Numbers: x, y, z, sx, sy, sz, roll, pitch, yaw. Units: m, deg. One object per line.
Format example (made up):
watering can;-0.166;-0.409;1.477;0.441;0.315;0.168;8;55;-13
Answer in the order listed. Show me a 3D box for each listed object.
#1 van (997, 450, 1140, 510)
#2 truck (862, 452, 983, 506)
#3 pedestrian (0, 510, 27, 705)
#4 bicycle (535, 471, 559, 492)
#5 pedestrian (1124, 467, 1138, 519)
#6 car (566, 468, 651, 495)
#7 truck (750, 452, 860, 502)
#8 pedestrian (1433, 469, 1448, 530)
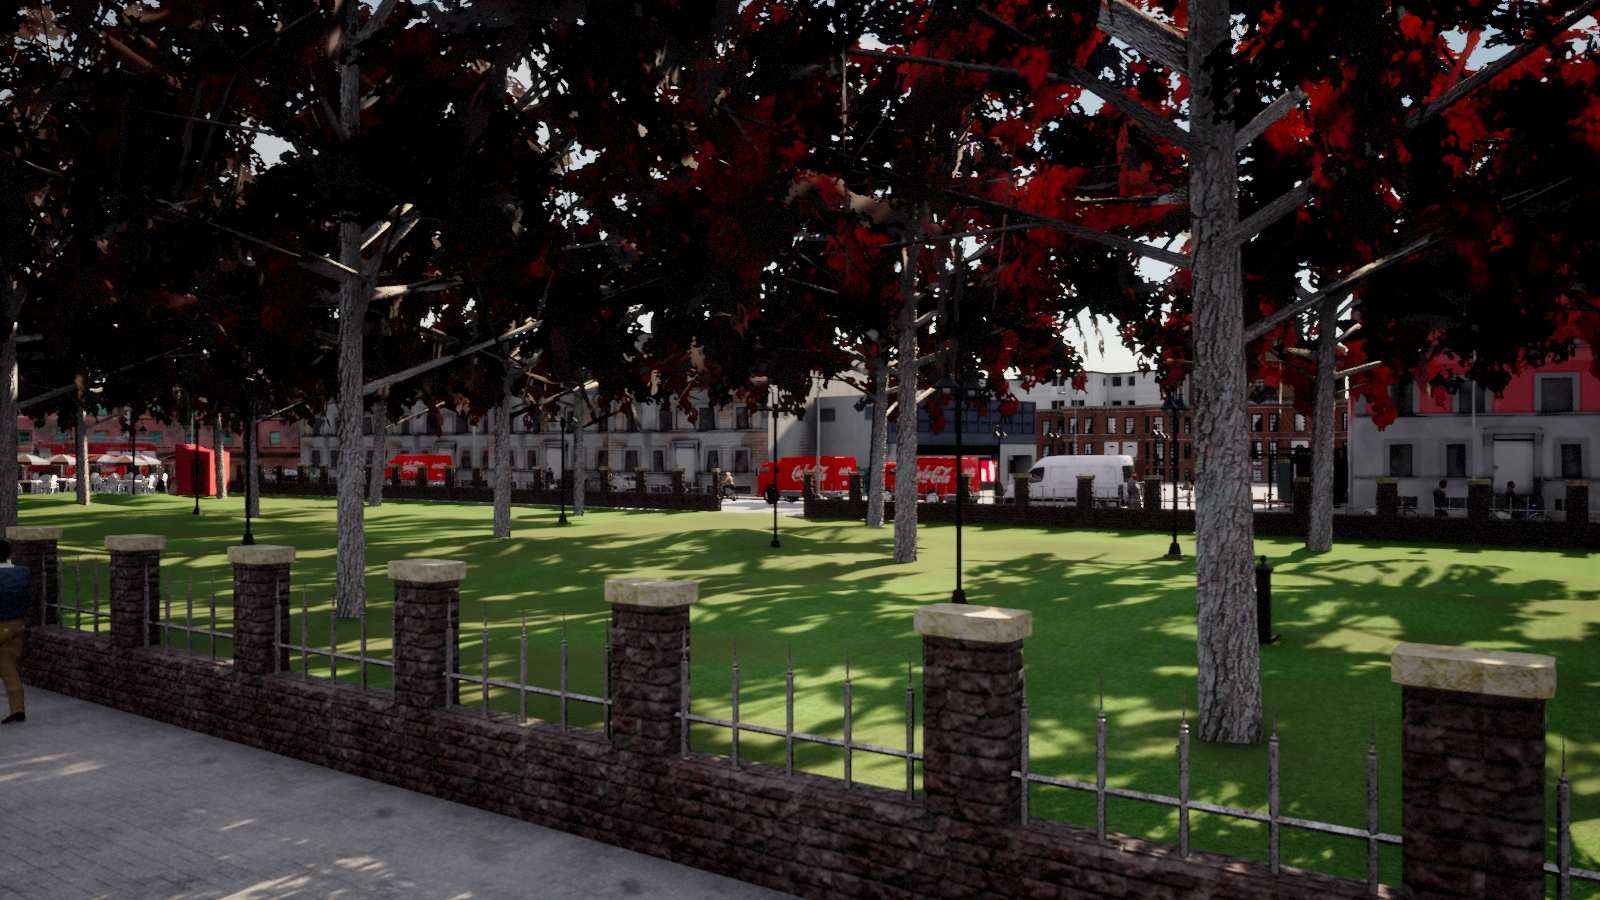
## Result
van;11.995;1.316;51.364;5.915;2.561;1.988;-1;0;35
truck;5.942;1.354;55.606;5.204;2.467;2.627;0;0;35
pedestrian;-7.851;1.529;11.134;0.375;1.860;0.375;0;0;21
bicycle;-15.688;1.952;70.821;1.835;1.271;0.329;0;0;35
pedestrian;11.804;1.529;40.728;0.375;1.860;0.375;0;0;35
car;-11.402;1.838;67.789;4.902;1.511;2.128;0;0;35
truck;0.234;1.355;59.622;5.204;2.467;2.627;0;0;35
pedestrian;19.698;1.525;35.153;0.375;1.860;0.375;0;0;35
